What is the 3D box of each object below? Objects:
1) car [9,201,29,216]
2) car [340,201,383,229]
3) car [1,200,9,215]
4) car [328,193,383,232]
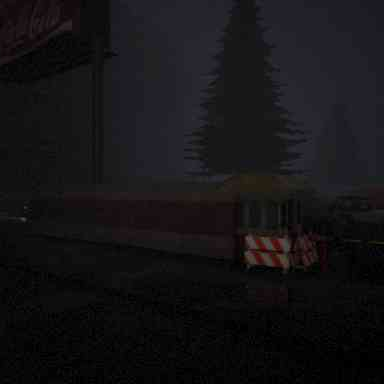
[{"bbox_3d":[-14.167,1.350,31.421,2.097,1.767,4.553,0,0,35],"label":"car"},{"bbox_3d":[11.225,1.338,19.677,4.193,1.474,1.816,0,0,35],"label":"car"},{"bbox_3d":[-18.689,1.489,31.087,2.128,1.511,4.902,0,0,35],"label":"car"},{"bbox_3d":[9.288,1.149,17.617,3.866,1.878,1.905,0,0,35],"label":"car"}]
